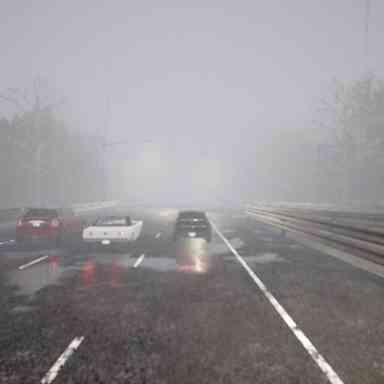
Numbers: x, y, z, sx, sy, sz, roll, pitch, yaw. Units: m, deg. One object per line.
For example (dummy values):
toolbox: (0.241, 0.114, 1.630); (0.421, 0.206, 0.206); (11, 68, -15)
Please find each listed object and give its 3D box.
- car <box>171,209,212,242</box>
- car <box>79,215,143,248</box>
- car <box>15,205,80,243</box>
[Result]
car: (-0.019, 1.662, 17.233); (1.837, 1.490, 4.892); (0, -1, -1)
car: (-3.498, 1.744, 15.640); (1.895, 1.301, 4.718); (0, -1, -1)
car: (-7.017, 1.510, 17.087); (2.097, 1.767, 4.553); (0, -1, -1)
